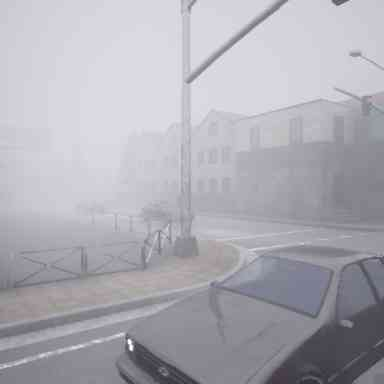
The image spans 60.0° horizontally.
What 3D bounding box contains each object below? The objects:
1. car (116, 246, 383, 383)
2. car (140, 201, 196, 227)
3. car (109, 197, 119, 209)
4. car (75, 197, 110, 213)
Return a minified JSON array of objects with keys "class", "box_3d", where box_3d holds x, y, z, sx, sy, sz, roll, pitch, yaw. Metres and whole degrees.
[{"class":"car","box_3d":[1.714,1.550,4.706,5.357,1.411,2.033,0,0,-40]},{"class":"car","box_3d":[-1.657,1.316,21.539,2.128,1.511,4.902,0,0,-35]},{"class":"car","box_3d":[-10.516,1.328,40.428,1.837,1.490,4.892,0,0,-35]},{"class":"car","box_3d":[-10.366,1.424,33.853,1.895,1.301,4.718,0,0,-35]}]
